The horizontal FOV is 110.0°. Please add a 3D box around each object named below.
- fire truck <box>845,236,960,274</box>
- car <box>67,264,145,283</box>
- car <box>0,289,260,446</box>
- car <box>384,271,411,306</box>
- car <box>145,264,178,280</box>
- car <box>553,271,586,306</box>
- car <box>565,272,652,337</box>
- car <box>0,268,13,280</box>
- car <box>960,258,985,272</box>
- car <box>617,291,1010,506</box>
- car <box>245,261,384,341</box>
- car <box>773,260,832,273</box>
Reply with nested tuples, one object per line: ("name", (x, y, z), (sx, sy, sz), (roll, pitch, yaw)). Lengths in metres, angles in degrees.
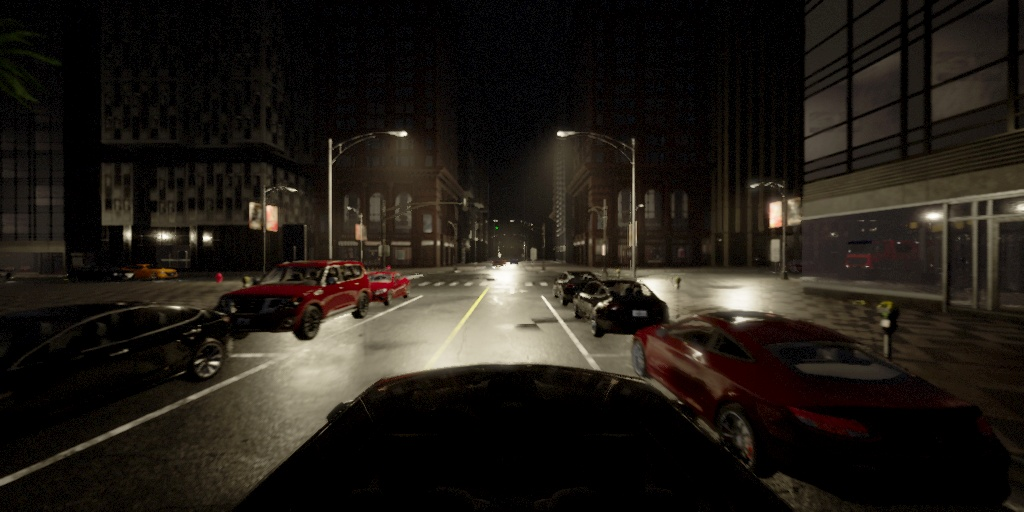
("fire truck", (39.656, -0.090, 36.842), (8.468, 3.827, 2.891), (0, 0, 1))
("car", (-35.892, 1.569, 31.432), (4.902, 1.511, 2.128), (-1, 0, 1))
("car", (-5.668, 1.317, 4.449), (1.948, 1.339, 4.313), (0, 0, 0))
("car", (-5.665, 1.337, 15.726), (1.802, 1.307, 4.207), (0, 0, 0))
("car", (-35.306, 1.539, 34.676), (5.008, 1.535, 1.882), (-1, 0, 1))
("car", (2.860, 1.321, 15.723), (1.948, 1.339, 4.313), (0, 0, 0))
("car", (2.859, 1.317, 10.083), (1.948, 1.339, 4.313), (0, 0, 0))
("car", (-52.039, 1.613, 35.020), (4.902, 1.511, 2.128), (-1, 0, 1))
("car", (49.460, 0.949, 39.933), (4.892, 1.490, 1.837), (0, 0, 1))
("car", (2.858, 1.332, 4.444), (1.802, 1.307, 4.207), (0, 0, 0))
("car", (-5.666, 1.066, 10.087), (2.192, 1.841, 5.009), (0, 0, 0))
("car", (32.603, 1.140, 40.277), (5.357, 1.411, 2.033), (0, 0, 1))
